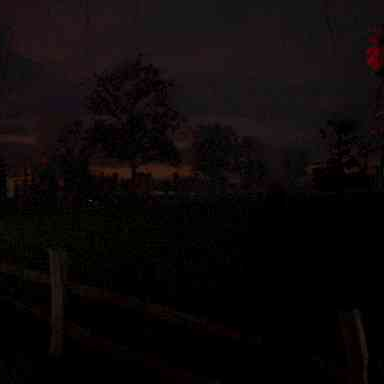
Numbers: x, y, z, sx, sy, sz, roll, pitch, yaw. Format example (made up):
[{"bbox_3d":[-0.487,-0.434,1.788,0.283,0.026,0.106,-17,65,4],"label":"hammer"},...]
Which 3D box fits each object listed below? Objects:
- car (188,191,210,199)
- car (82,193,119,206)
[{"bbox_3d":[1.282,0.489,58.335,1.882,1.535,5.008,0,1,37],"label":"car"},{"bbox_3d":[-11.343,0.866,41.558,1.837,1.490,4.892,0,1,37],"label":"car"}]
